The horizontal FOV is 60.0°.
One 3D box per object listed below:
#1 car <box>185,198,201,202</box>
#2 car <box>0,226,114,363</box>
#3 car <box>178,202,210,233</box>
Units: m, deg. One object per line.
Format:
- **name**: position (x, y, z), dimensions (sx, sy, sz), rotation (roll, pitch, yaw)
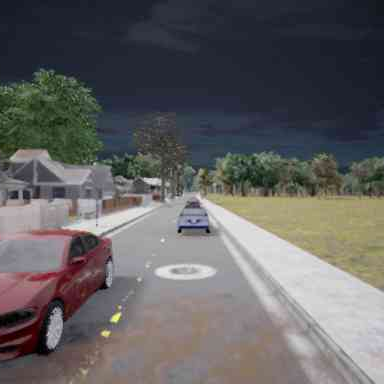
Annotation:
- **car**: position (0.107, 1.562, 42.321), dimensions (1.837, 1.490, 4.892), rotation (0, 0, 0)
- **car**: position (-2.850, 1.488, 6.292), dimensions (1.882, 1.535, 5.008), rotation (0, 0, 0)
- **car**: position (0.103, 1.577, 20.012), dimensions (2.033, 1.411, 5.357), rotation (0, 0, 0)
